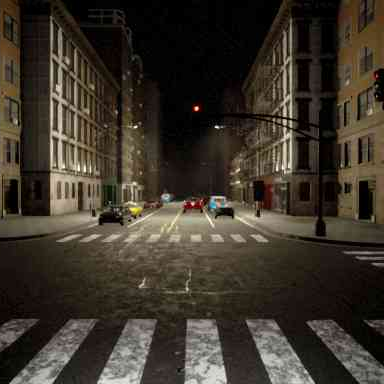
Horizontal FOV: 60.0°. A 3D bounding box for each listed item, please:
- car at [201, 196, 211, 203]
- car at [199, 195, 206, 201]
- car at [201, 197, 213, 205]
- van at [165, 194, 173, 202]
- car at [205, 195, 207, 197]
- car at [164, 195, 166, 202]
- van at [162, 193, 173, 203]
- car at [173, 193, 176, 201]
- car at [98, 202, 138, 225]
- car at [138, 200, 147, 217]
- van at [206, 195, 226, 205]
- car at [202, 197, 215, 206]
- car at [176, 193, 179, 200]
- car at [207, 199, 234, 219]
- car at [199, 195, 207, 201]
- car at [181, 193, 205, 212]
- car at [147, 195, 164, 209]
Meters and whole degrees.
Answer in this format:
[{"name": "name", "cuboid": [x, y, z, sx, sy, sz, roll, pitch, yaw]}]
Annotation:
[{"name": "car", "cuboid": [2.743, 1.521, 66.966, 1.752, 1.417, 4.829, 0, 0, 0]}, {"name": "car", "cuboid": [2.779, 1.560, 88.422, 1.947, 1.339, 4.313, 0, 0, 0]}, {"name": "car", "cuboid": [2.734, 1.546, 61.391, 2.008, 1.369, 4.403, 0, 0, 0]}, {"name": "van", "cuboid": [-5.331, 1.336, 77.620, 1.690, 1.788, 3.998, 0, 0, 0]}, {"name": "car", "cuboid": [2.716, 1.311, 50.578, 2.192, 1.841, 5.009, 0, 0, 0]}, {"name": "car", "cuboid": [-5.344, 1.521, 50.418, 1.752, 1.417, 4.829, 0, 0, 0]}, {"name": "van", "cuboid": [-5.336, 1.337, 66.807, 1.690, 1.788, 3.998, 0, 0, 0]}, {"name": "car", "cuboid": [-5.333, 1.310, 72.213, 2.192, 1.841, 5.009, 0, 0, 0]}, {"name": "car", "cuboid": [-5.357, 1.549, 23.557, 2.008, 1.369, 4.403, 0, 0, 0]}, {"name": "car", "cuboid": [-5.355, 1.523, 28.794, 1.752, 1.417, 4.829, 0, 0, 0]}, {"name": "van", "cuboid": [2.689, 1.338, 34.359, 1.690, 1.788, 3.998, 0, 0, 0]}, {"name": "car", "cuboid": [2.725, 1.562, 55.984, 1.947, 1.339, 4.313, 0, 0, 0]}, {"name": "car", "cuboid": [-5.325, 1.545, 88.432, 2.008, 1.369, 4.403, 0, 0, 0]}, {"name": "car", "cuboid": [2.680, 1.548, 28.953, 2.008, 1.369, 4.403, 0, 0, 0]}, {"name": "car", "cuboid": [2.770, 1.539, 83.016, 1.887, 1.381, 4.507, 0, 0, 0]}, {"name": "car", "cuboid": [0.125, 1.348, 37.912, 2.097, 1.767, 4.553, 0, 0, 0]}, {"name": "car", "cuboid": [-5.347, 1.436, 45.182, 1.967, 1.590, 4.097, 0, 0, 0]}]
